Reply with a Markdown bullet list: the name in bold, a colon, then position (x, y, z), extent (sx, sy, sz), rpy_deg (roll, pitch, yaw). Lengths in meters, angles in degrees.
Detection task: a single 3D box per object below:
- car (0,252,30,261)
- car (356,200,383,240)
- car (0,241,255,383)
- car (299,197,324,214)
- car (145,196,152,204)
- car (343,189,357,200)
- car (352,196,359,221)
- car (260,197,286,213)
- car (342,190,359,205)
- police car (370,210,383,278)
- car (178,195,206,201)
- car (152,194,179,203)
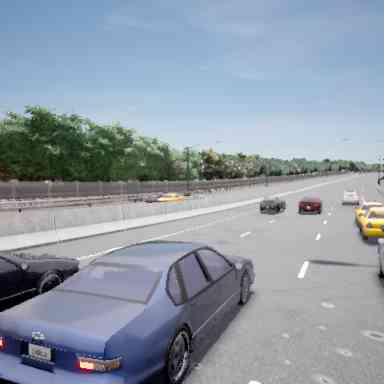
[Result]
- **car**: position (-4.248, 1.543, 5.384), extent (2.033, 1.411, 5.357), rpy_deg (0, 0, 24)
- **car**: position (9.140, 1.394, 16.030), extent (1.801, 1.575, 5.366), rpy_deg (0, 1, 24)
- **car**: position (-0.424, 1.540, 5.413), extent (2.033, 1.411, 5.357), rpy_deg (0, 0, 24)
- **car**: position (11.360, 1.167, 31.636), extent (1.882, 1.535, 5.008), rpy_deg (0, 1, 25)
- **car**: position (-4.910, 1.045, 46.856), extent (1.994, 1.385, 4.181), rpy_deg (0, 2, 25)
- **car**: position (25.080, 0.358, 52.645), extent (1.882, 1.535, 5.008), rpy_deg (0, 2, 26)
- **car**: position (11.577, 1.322, 21.435), extent (1.801, 1.575, 5.366), rpy_deg (0, 1, 24)
- **car**: position (7.992, 1.188, 32.692), extent (2.128, 1.511, 4.902), rpy_deg (0, 1, 25)
- **car**: position (19.991, 0.830, 41.911), extent (1.812, 1.442, 4.674), rpy_deg (0, 2, 26)
- **police car**: position (5.107, 1.413, 6.918), extent (1.930, 1.638, 5.238), rpy_deg (0, 0, 24)
- **car**: position (0.488, 1.153, 41.897), extent (1.895, 1.301, 4.718), rpy_deg (0, 2, 25)
- **car**: position (-2.742, 1.031, 43.241), extent (1.882, 1.535, 5.008), rpy_deg (0, 2, 25)
